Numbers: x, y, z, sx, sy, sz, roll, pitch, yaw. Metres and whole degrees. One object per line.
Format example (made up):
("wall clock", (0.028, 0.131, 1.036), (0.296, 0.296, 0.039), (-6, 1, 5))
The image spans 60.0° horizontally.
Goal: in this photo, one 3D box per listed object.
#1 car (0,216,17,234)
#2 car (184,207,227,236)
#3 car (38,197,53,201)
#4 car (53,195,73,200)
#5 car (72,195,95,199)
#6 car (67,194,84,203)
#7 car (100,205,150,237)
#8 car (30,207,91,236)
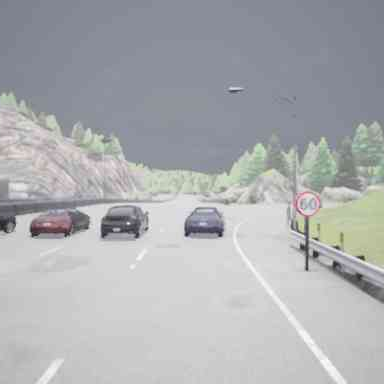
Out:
("car", (-10.404, 1.542, 15.922), (1.895, 1.301, 4.718), (0, 0, 0))
("car", (0.797, 1.501, 17.917), (1.994, 1.385, 4.181), (0, 0, 8))
("car", (-28.015, 1.590, 64.308), (1.895, 1.301, 4.718), (0, -1, 0))
("car", (-24.515, 1.551, 64.376), (1.994, 1.385, 4.181), (0, -1, 0))
("car", (-21.019, 1.563, 64.517), (1.994, 1.385, 4.181), (0, -1, 0))
("car", (-28.019, 1.660, 80.156), (2.150, 2.045, 5.566), (0, -2, 0))
("car", (-3.405, 1.444, 17.441), (1.837, 1.490, 4.892), (0, 0, 0))
("car", (-6.903, 1.496, 17.849), (1.994, 1.385, 4.181), (0, 0, 0))
